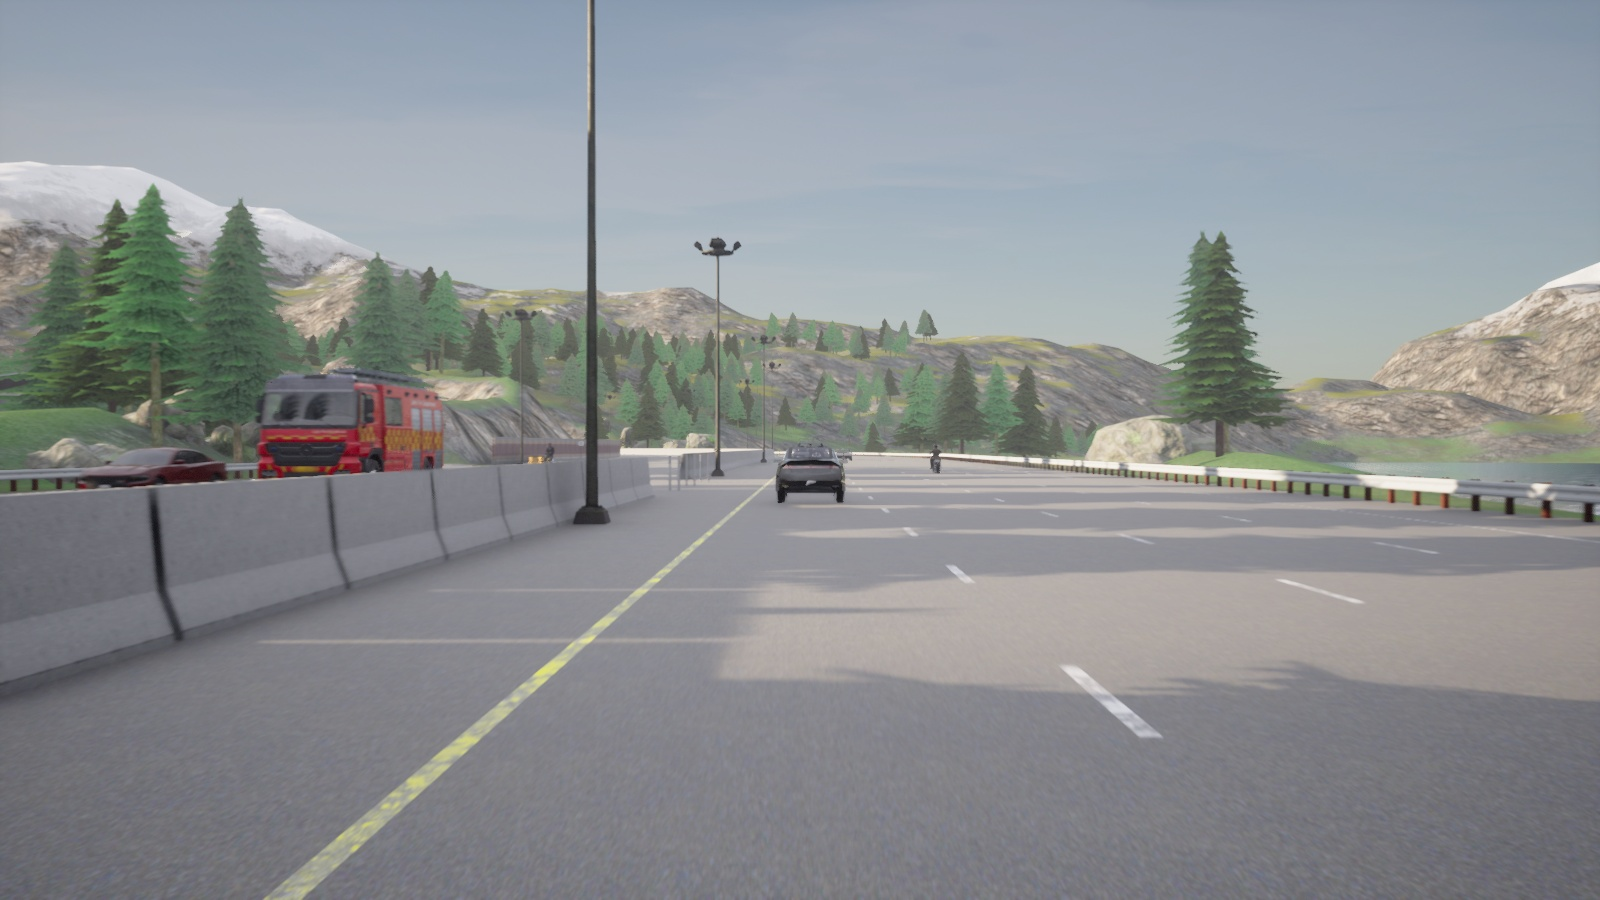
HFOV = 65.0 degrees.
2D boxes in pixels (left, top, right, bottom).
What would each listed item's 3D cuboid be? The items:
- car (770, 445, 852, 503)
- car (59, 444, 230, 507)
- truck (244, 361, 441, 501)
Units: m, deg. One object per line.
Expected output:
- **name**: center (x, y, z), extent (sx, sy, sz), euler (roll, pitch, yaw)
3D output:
- **car**: center (0.298, 0.611, 35.150), extent (2.128, 1.511, 4.902), euler (0, 0, 0)
- **car**: center (-17.219, 0.623, 33.312), extent (1.882, 1.535, 5.008), euler (0, 0, 0)
- **truck**: center (-13.674, -0.530, 38.428), extent (2.891, 3.827, 8.468), euler (0, 0, 0)
